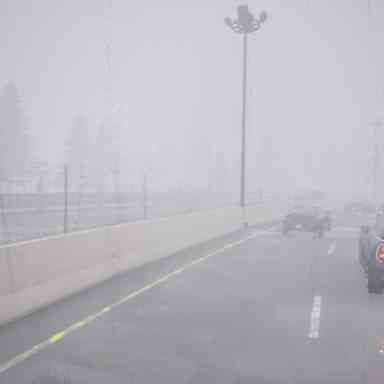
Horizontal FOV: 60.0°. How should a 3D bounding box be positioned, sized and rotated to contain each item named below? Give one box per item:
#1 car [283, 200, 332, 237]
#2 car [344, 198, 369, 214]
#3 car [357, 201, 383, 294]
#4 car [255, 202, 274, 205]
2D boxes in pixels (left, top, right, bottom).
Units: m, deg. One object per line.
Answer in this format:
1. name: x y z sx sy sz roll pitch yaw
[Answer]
1. car: 5.917 1.358 16.904 1.812 1.442 4.674 1 1 29
2. car: 15.544 1.305 30.822 1.812 1.442 4.674 2 1 39
3. car: 5.431 1.307 8.269 2.097 1.767 4.553 1 1 24
4. car: 9.163 1.063 39.802 1.812 1.442 4.674 2 1 42
